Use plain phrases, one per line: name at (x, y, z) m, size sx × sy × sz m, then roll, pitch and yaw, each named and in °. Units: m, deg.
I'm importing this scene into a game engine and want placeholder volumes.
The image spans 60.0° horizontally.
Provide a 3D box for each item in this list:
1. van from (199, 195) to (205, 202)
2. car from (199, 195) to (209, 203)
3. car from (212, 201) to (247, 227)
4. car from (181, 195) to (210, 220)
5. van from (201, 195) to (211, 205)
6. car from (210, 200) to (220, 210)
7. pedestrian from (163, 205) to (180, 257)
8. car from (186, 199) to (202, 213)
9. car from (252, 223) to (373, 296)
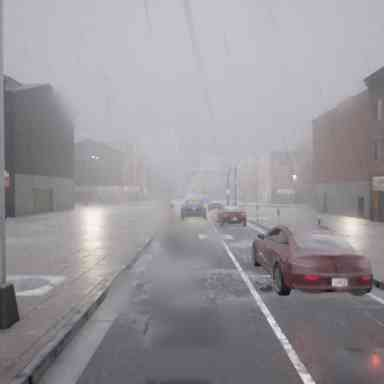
van at (2.809, 1.856, 93.278) m, size 1.690 × 1.788 × 3.998 m, roll -1°, pitch -1°, yaw 0°
car at (2.777, 1.662, 77.409) m, size 2.192 × 1.841 × 5.009 m, roll -1°, pitch -1°, yaw 0°
car at (2.675, 1.566, 22.991) m, size 1.887 × 1.381 × 4.507 m, roll -1°, pitch 0°, yaw 0°
car at (0.159, 1.391, 28.910) m, size 2.097 × 1.767 × 4.553 m, roll 0°, pitch 0°, yaw 0°
van at (2.757, 1.596, 66.827) m, size 1.690 × 1.788 × 3.998 m, roll -1°, pitch -1°, yaw 0°
car at (2.708, 1.631, 39.868) m, size 2.008 × 1.369 × 4.403 m, roll -1°, pitch 0°, yaw 0°
pedestrian at (-0.695, 1.297, 11.355) m, size 0.375 × 1.860 × 0.375 m, roll -1°, pitch 1°, yaw 0°
car at (0.211, 1.605, 39.619) m, size 1.812 × 1.442 × 4.674 m, roll 0°, pitch 0°, yaw 1°
car at (2.768, 1.527, 8.519) m, size 1.812 × 1.442 × 4.674 m, roll 0°, pitch 0°, yaw 0°
